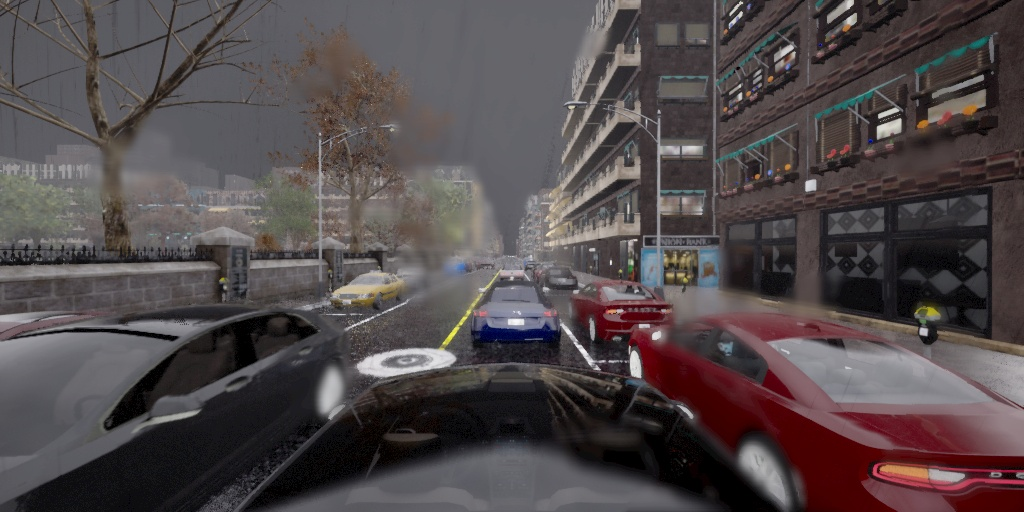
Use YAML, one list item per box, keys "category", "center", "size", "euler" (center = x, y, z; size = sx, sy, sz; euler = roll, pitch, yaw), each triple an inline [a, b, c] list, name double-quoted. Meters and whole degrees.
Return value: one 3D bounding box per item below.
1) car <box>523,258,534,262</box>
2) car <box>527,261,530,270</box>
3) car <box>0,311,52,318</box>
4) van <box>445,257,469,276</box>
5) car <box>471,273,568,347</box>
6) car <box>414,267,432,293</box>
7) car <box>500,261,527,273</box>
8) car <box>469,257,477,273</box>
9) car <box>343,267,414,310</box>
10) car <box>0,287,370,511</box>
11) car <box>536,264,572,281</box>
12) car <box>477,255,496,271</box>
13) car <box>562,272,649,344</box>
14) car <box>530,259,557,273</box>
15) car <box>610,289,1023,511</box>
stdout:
- category: "car"
  center: [2.583, 1.324, 48.214]
  size: [1.948, 1.339, 4.313]
  euler: [0, 0, 0]
- category: "car"
  center: [2.622, 1.319, 31.609]
  size: [1.948, 1.339, 4.313]
  euler: [0, 0, 0]
- category: "car"
  center: [-5.694, 1.332, 3.914]
  size: [1.802, 1.307, 4.207]
  euler: [0, 0, 0]
- category: "van"
  center: [-5.772, 1.095, 37.123]
  size: [1.690, 1.789, 3.998]
  euler: [0, 0, 0]
- category: "car"
  center: [0.082, 1.314, 9.307]
  size: [1.994, 1.385, 4.181]
  euler: [0, 0, 0]
- category: "car"
  center: [-5.733, 1.301, 20.519]
  size: [2.007, 1.370, 4.403]
  euler: [0, 0, 0]
- category: "car"
  center: [0.034, 1.354, 29.341]
  size: [1.895, 1.301, 4.718]
  euler: [0, 0, 1]
- category: "car"
  center: [-5.785, 1.071, 42.659]
  size: [2.192, 1.841, 5.009]
  euler: [0, 0, 0]
- category: "car"
  center: [-5.719, 1.275, 14.814]
  size: [1.751, 1.417, 4.829]
  euler: [0, 0, 0]
- category: "car"
  center: [-3.099, 1.255, 2.974]
  size: [1.837, 1.490, 4.892]
  euler: [0, 0, 0]
- category: "car"
  center: [2.648, 1.317, 20.539]
  size: [1.948, 1.339, 4.313]
  euler: [0, 0, 0]
- category: "car"
  center: [-3.098, 0.766, 43.912]
  size: [2.097, 1.767, 4.553]
  euler: [0, 0, 0]
- category: "car"
  center: [2.674, 1.295, 9.469]
  size: [1.888, 1.381, 4.507]
  euler: [0, 0, 0]
- category: "car"
  center: [2.635, 1.192, 26.074]
  size: [1.967, 1.591, 4.097]
  euler: [0, 0, 0]
- category: "car"
  center: [2.686, 1.295, 3.934]
  size: [1.888, 1.381, 4.507]
  euler: [0, 0, 0]
